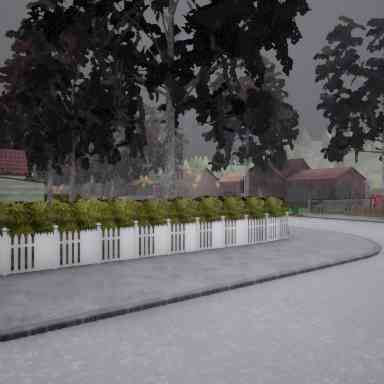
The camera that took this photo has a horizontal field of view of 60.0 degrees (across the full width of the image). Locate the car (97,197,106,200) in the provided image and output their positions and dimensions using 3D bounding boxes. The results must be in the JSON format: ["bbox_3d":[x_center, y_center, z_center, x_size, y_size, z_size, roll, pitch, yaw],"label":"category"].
[{"bbox_3d":[-17.268,1.564,64.447,1.994,1.385,4.181,0,0,-36],"label":"car"}]

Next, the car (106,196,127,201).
[{"bbox_3d":[-9.938,1.352,46.960,2.097,1.767,4.553,0,0,-35],"label":"car"}]
